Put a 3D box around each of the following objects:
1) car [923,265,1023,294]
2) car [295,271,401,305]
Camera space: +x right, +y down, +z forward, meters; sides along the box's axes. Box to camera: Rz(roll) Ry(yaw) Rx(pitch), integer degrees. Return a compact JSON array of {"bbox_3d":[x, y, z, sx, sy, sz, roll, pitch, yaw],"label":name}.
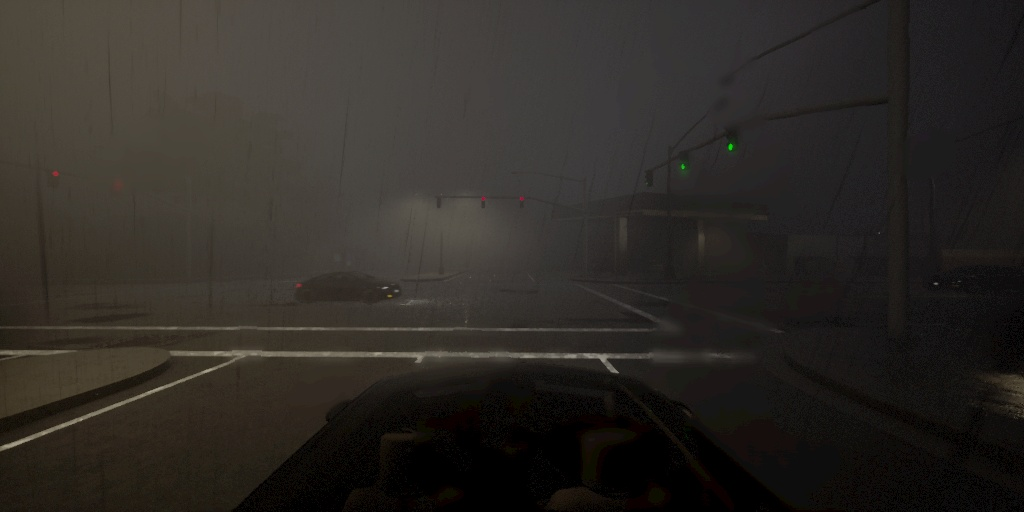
[{"bbox_3d":[25.378,1.251,19.451,4.892,1.490,1.837,0,0,-1],"label":"car"},{"bbox_3d":[-7.039,1.340,15.623,4.181,1.385,1.994,0,0,1],"label":"car"}]
